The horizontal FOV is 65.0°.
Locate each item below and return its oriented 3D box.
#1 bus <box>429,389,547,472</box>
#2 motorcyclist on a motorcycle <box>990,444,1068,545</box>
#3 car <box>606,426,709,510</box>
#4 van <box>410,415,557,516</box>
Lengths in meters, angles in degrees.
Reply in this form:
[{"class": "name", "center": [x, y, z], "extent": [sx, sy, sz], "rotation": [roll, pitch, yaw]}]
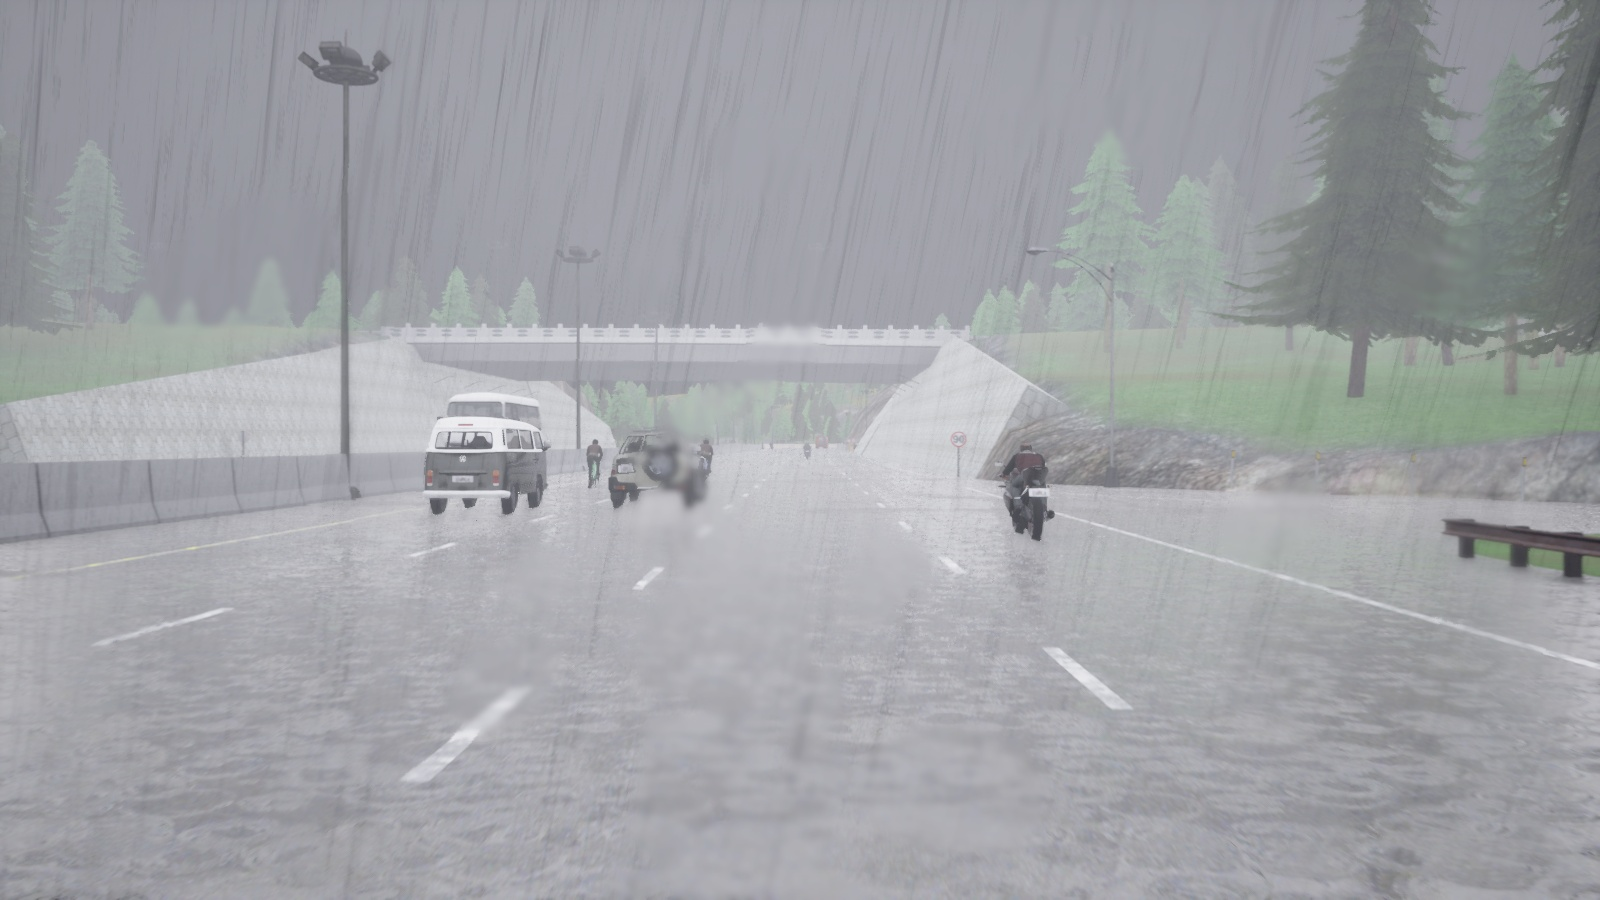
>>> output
[{"class": "bus", "center": [-17.087, -1.037, 69.773], "extent": [3.944, 4.253, 10.273], "rotation": [0, 0, 0]}, {"class": "motorcyclist on a motorcycle", "center": [3.630, 0.671, 20.112], "extent": [0.866, 1.530, 2.191], "rotation": [0, 0, 0]}, {"class": "car", "center": [-3.314, 0.391, 30.032], "extent": [1.932, 1.855, 4.605], "rotation": [0, 0, 0]}, {"class": "van", "center": [-6.827, 0.308, 27.619], "extent": [2.069, 2.038, 4.480], "rotation": [0, 0, 0]}]
